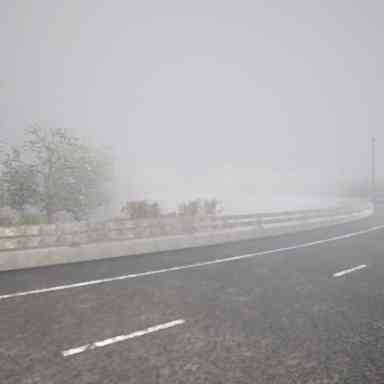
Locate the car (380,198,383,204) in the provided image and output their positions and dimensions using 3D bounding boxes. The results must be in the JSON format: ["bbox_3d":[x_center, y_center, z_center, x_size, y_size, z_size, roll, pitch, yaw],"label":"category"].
[{"bbox_3d":[43.688,1.957,79.803,2.097,1.767,4.553,0,0,5],"label":"car"}]

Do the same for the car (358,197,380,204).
[{"bbox_3d":[39.324,1.877,73.953,1.837,1.490,4.892,0,0,10],"label":"car"}]

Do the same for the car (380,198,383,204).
[{"bbox_3d":[47.174,2.189,79.576,1.895,1.301,4.718,0,0,5],"label":"car"}]

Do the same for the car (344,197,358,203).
[{"bbox_3d":[40.534,2.111,83.295,1.882,1.535,5.008,0,0,5],"label":"car"}]
